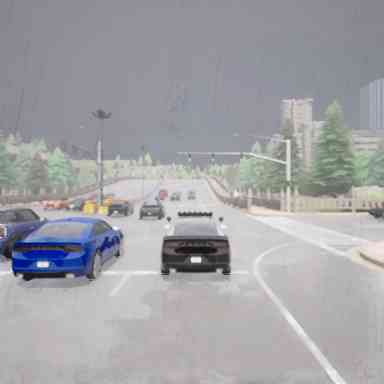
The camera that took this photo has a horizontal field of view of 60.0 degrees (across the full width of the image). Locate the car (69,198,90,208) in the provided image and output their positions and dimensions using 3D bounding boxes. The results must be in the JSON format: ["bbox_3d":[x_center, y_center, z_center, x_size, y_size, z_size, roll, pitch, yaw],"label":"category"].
[{"bbox_3d":[-17.492,1.643,51.949,1.994,1.385,4.181,0,0,0],"label":"car"}]

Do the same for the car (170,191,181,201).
[{"bbox_3d":[-3.593,1.014,72.497,2.097,1.767,4.553,0,3,0],"label":"car"}]

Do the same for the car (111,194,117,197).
[{"bbox_3d":[-14.027,1.547,60.122,1.882,1.535,5.008,0,1,0],"label":"car"}]

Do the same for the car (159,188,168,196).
[{"bbox_3d":[-7.147,0.106,82.532,2.150,2.045,5.566,0,7,0],"label":"car"}]

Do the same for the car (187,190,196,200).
[{"bbox_3d":[-0.110,1.047,75.703,1.895,1.301,4.718,0,4,0],"label":"car"}]

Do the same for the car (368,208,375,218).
[{"bbox_3d":[17.640,1.645,28.199,4.718,1.301,1.895,0,0,0],"label":"car"}]

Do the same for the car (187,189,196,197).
[{"bbox_3d":[-0.160,0.145,85.093,2.128,1.511,4.902,0,7,0],"label":"car"}]

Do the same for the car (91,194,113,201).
[{"bbox_3d":[-14.011,1.555,50.686,1.882,1.535,5.008,0,0,1],"label":"car"}]

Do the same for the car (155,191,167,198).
[{"bbox_3d":[-7.095,1.183,72.921,1.994,1.385,4.181,0,4,0],"label":"car"}]

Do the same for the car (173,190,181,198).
[{"bbox_3d":[-3.647,0.407,82.555,1.812,1.442,4.674,0,7,0],"label":"car"}]

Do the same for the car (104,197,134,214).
[{"bbox_3d":[-6.894,1.554,32.578,1.837,1.490,4.892,0,0,0],"label":"car"}]

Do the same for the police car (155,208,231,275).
[{"bbox_3d":[0.102,1.441,10.703,1.930,1.638,5.238,0,0,0],"label":"police car"}]

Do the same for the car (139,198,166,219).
[{"bbox_3d":[-3.395,1.536,29.109,2.128,1.511,4.902,0,0,0],"label":"car"}]

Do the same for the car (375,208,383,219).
[{"bbox_3d":[16.630,1.564,24.694,4.674,1.442,1.812,0,0,0],"label":"car"}]

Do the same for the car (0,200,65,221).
[{"bbox_3d":[-6.898,1.370,12.775,2.097,1.767,4.553,0,0,0],"label":"car"}]

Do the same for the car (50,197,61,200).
[{"bbox_3d":[-17.561,1.418,43.413,2.097,1.767,4.553,0,0,0],"label":"car"}]

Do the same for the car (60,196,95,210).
[{"bbox_3d":[-14.051,1.554,41.226,2.128,1.511,4.902,0,0,-1],"label":"car"}]

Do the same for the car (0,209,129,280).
[{"bbox_3d":[-3.398,1.493,10.061,1.882,1.535,5.008,0,0,0],"label":"car"}]
